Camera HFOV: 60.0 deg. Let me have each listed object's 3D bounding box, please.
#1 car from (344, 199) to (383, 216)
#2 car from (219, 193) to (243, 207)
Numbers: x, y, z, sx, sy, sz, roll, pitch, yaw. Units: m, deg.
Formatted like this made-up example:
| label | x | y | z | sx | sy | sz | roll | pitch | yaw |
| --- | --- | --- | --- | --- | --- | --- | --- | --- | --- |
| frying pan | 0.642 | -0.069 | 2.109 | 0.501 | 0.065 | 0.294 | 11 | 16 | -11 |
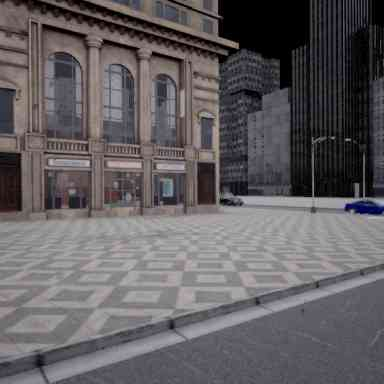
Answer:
| label | x | y | z | sx | sy | sz | roll | pitch | yaw |
| --- | --- | --- | --- | --- | --- | --- | --- | --- | --- |
| car | 16.719 | 1.427 | 30.725 | 1.882 | 1.535 | 5.008 | -1 | 1 | -35 |
| car | 4.983 | 1.111 | 48.091 | 2.150 | 2.045 | 5.566 | -1 | 1 | -34 |
